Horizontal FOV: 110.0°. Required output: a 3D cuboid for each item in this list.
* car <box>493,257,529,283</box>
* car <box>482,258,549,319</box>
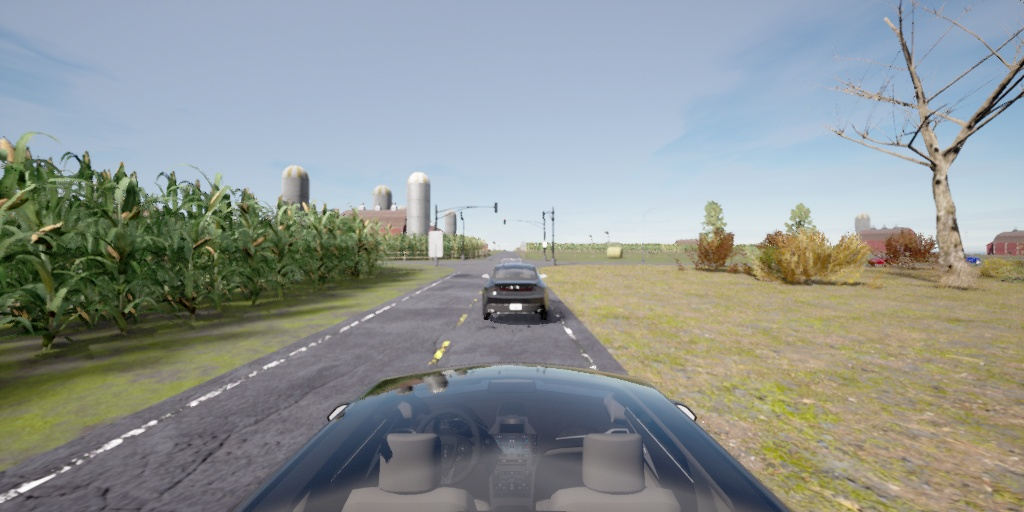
[{"bbox_3d":[0.046,0.784,22.674,1.895,1.301,4.718,0,2,4],"label":"car"},{"bbox_3d":[0.088,0.988,11.504,1.837,1.490,4.892,0,1,0],"label":"car"}]
